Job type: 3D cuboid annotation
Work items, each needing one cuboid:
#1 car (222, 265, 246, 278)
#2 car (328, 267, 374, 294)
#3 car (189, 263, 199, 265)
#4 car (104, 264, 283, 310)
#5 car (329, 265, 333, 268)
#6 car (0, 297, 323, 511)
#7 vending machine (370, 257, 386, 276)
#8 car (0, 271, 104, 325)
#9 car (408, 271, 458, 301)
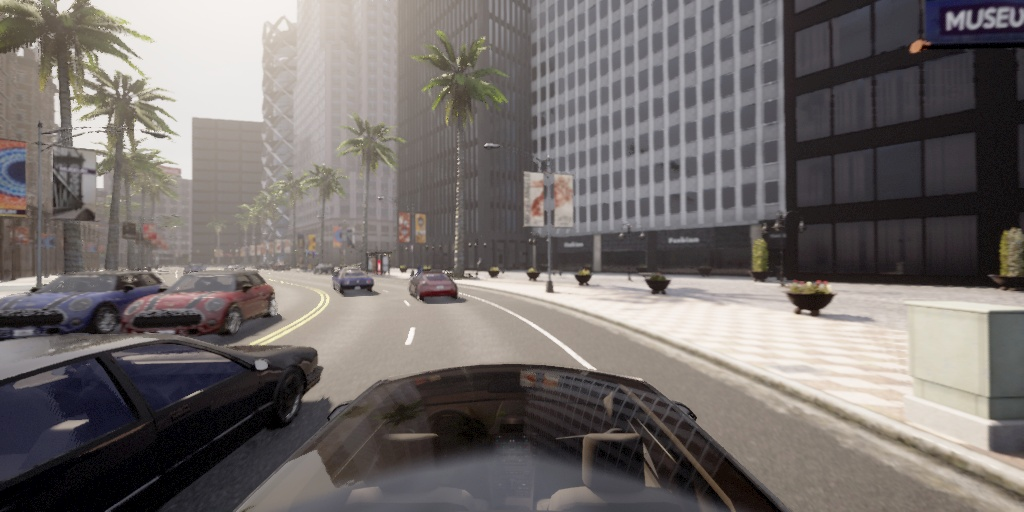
[{"bbox_3d":[-34.623,1.898,44.658,1.994,1.385,4.181,0,-1,-43],"label":"car"},{"bbox_3d":[-10.248,1.600,22.885,1.895,1.301,4.718,0,-1,-33],"label":"car"},{"bbox_3d":[-39.464,1.714,44.723,2.097,1.767,4.553,0,-1,-43],"label":"car"},{"bbox_3d":[-8.699,1.230,10.478,2.097,1.767,4.553,0,-1,-17],"label":"car"},{"bbox_3d":[-15.921,1.743,35.136,1.895,1.301,4.718,0,-1,-42],"label":"car"},{"bbox_3d":[-3.426,1.324,2.596,2.033,1.411,5.357,0,-1,-4],"label":"car"},{"bbox_3d":[-18.026,1.467,48.107,1.100,2.100,0.880,0,0,-43],"label":"vending machine"},{"bbox_3d":[-12.338,1.252,10.631,2.097,1.767,4.553,0,-1,-19],"label":"car"},{"bbox_3d":[-4.286,1.495,19.073,1.994,1.385,4.181,0,-1,-24],"label":"car"}]
